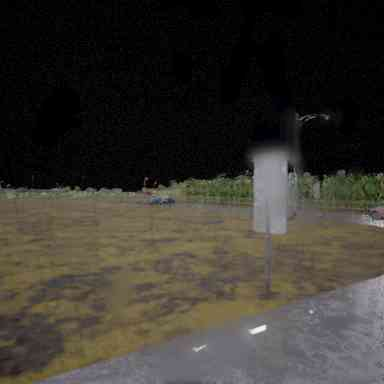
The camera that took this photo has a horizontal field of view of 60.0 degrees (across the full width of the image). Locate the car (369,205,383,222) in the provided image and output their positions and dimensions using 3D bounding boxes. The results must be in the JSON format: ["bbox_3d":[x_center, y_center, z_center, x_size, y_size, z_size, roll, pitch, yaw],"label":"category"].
[{"bbox_3d":[14.175,1.374,22.095,1.994,1.385,4.181,1,0,-35],"label":"car"}]

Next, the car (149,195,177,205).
[{"bbox_3d":[-4.350,1.133,48.278,2.033,1.411,5.357,1,-1,-35],"label":"car"}]
